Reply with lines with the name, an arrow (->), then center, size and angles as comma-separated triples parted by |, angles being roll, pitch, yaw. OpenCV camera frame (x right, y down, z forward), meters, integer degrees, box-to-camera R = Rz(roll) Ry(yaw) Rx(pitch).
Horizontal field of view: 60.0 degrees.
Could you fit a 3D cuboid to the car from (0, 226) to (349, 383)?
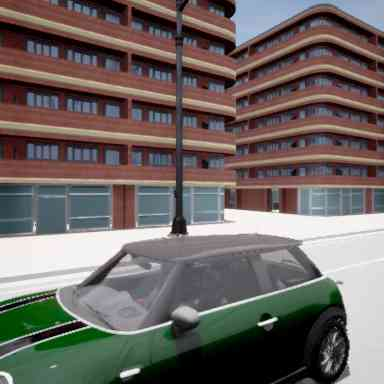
car -> -0.262, 1.352, 3.801 | 4.553, 1.767, 2.097 | 0, 0, -35
